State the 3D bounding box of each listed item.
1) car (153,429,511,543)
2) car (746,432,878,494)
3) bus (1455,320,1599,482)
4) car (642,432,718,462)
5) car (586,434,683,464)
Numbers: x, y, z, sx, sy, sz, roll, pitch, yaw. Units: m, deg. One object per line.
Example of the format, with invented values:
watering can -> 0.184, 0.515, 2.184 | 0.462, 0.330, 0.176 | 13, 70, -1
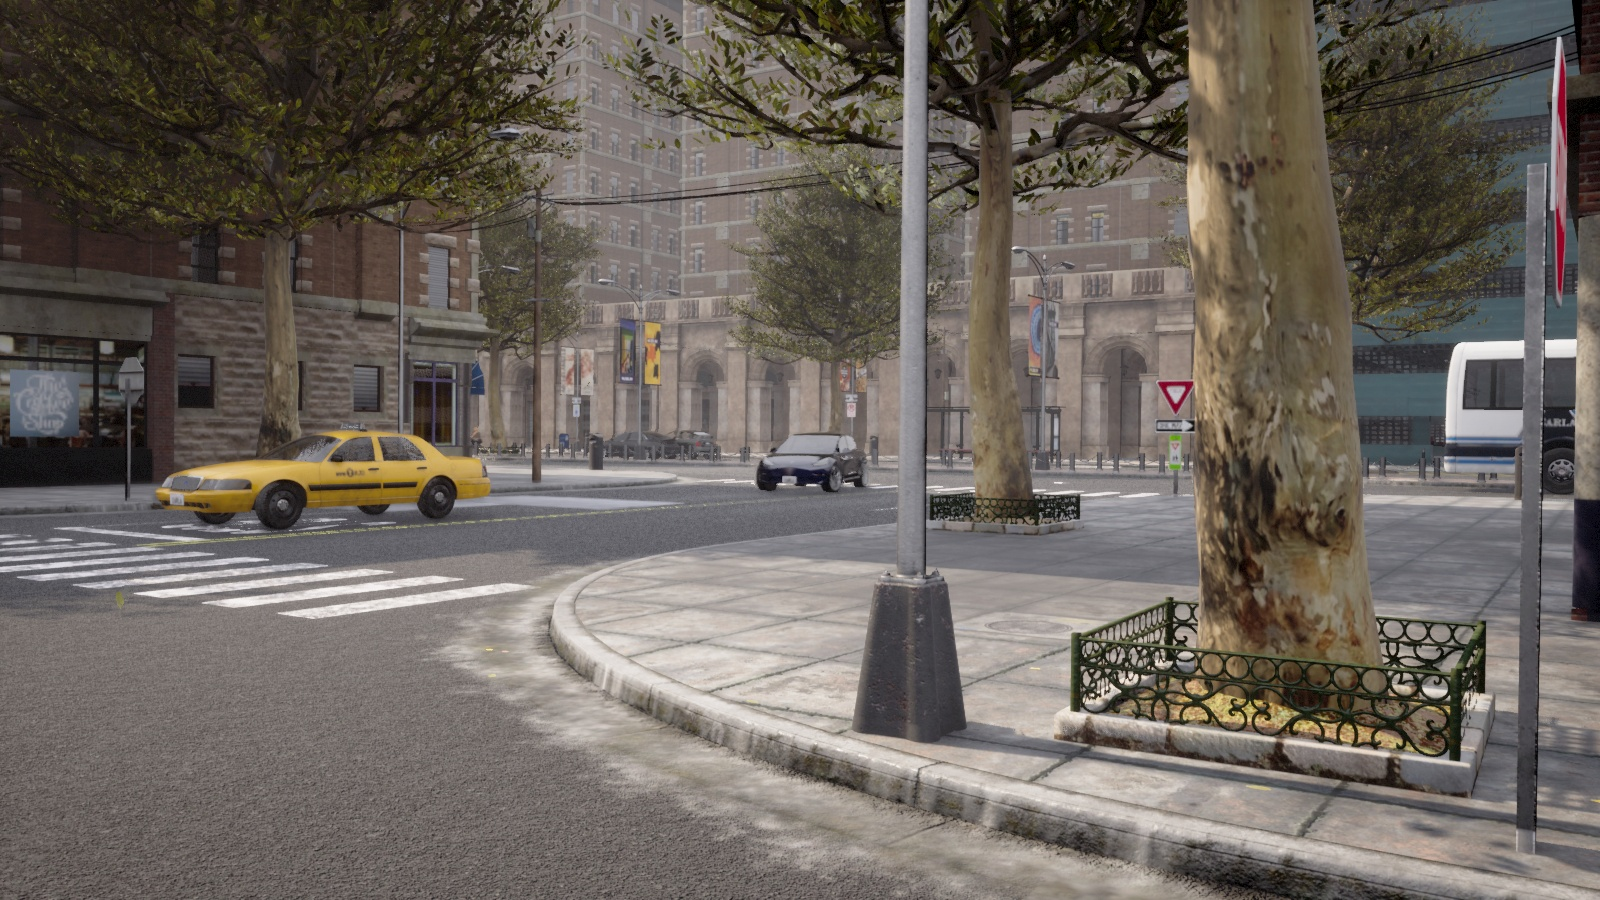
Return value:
car -> -7.282, 0.461, 20.214 | 1.801, 1.575, 5.366 | 0, 1, 33
car -> 0.424, 0.278, 32.873 | 2.163, 1.488, 4.792 | 0, 1, 17
bus -> 23.491, -1.316, 33.571 | 10.273, 4.253, 3.944 | 0, 1, 33
car -> -6.415, -0.147, 67.014 | 3.705, 1.549, 1.789 | 0, 1, 33
car -> -8.501, -0.063, 64.198 | 4.892, 1.490, 1.837 | 0, 1, 33
